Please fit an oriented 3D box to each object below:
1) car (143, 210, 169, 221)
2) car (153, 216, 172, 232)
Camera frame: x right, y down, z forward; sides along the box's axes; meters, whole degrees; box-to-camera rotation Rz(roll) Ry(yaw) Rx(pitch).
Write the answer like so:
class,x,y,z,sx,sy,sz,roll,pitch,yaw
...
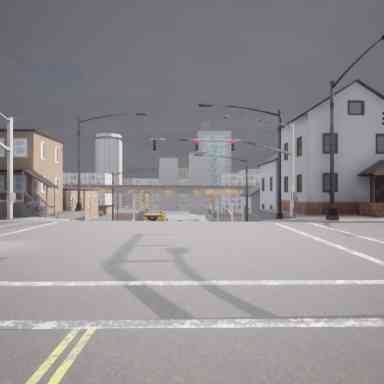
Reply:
class,x,y,z,sx,sy,sz,roll,pitch,yaw
car,-3.673,2.536,33.465,1.882,1.535,5.008,0,-9,1
car,-3.781,4.235,43.687,2.128,1.511,4.902,0,-13,-1
